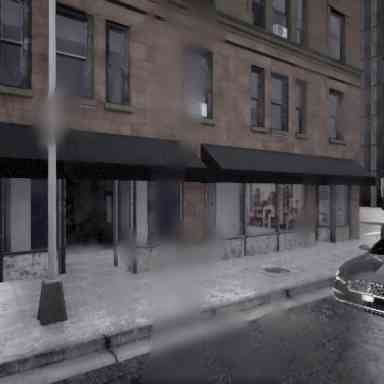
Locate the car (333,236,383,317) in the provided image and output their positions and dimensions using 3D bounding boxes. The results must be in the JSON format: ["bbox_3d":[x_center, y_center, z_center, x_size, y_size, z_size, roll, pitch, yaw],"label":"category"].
[{"bbox_3d":[4.899,1.505,6.876,4.892,1.490,1.837,0,-1,-35],"label":"car"}]
